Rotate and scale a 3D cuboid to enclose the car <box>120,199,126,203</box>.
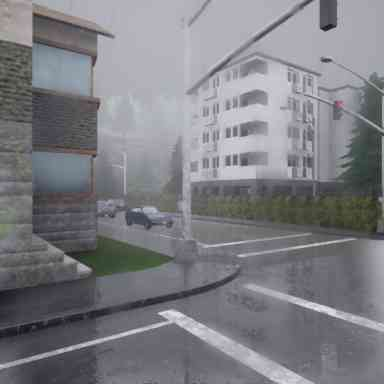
[{"bbox_3d":[-8.777,1.528,37.599,2.097,1.767,4.553,0,0,-35],"label":"car"}]

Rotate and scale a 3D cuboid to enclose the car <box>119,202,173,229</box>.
[{"bbox_3d":[-3.128,1.702,23.316,1.812,1.442,4.674,0,0,-36],"label":"car"}]

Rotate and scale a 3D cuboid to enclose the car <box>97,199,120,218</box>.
[{"bbox_3d":[-8.910,1.528,31.450,2.097,1.767,4.553,0,0,-35],"label":"car"}]
